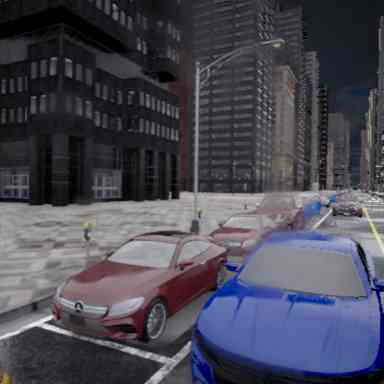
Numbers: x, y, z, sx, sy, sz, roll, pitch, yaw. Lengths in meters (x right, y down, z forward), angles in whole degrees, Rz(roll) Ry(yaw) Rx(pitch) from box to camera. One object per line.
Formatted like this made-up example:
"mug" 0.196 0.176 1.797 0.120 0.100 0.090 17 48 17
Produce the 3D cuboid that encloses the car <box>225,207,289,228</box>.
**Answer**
"car" 1.901 1.391 11.392 1.802 1.307 4.206 1 1 26

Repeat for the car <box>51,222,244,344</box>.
"car" -0.598 1.446 6.295 1.802 1.307 4.206 1 1 26

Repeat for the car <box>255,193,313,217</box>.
"car" 4.404 1.069 16.484 2.192 1.841 5.009 1 1 26

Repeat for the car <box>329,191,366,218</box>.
"car" 12.564 1.045 26.848 2.097 1.767 4.553 1 1 26

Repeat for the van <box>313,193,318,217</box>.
"van" 6.904 1.040 21.582 1.690 1.788 3.998 1 1 26

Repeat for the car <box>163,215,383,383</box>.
"car" 1.705 1.404 4.933 1.882 1.535 5.008 1 1 26

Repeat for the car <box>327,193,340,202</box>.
"car" 24.322 0.854 57.115 1.752 1.417 4.829 1 1 26

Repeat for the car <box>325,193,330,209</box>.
"car" 14.398 1.120 36.879 1.802 1.307 4.206 1 1 26

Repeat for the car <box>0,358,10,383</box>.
"car" -3.172 1.446 1.043 1.752 1.417 4.829 1 1 26

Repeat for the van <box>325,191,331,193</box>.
"van" 16.901 0.826 41.972 1.690 1.788 3.998 1 1 26

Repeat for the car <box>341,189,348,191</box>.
"car" 38.758 0.346 86.546 2.192 1.841 5.009 1 1 26

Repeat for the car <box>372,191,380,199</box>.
"car" 43.928 0.825 77.744 2.008 1.369 4.403 1 1 26

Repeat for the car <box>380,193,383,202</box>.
"car" 32.057 0.835 53.522 2.192 1.841 5.009 1 1 26

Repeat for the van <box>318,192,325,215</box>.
"van" 9.403 0.986 26.680 1.690 1.788 3.998 1 1 26
